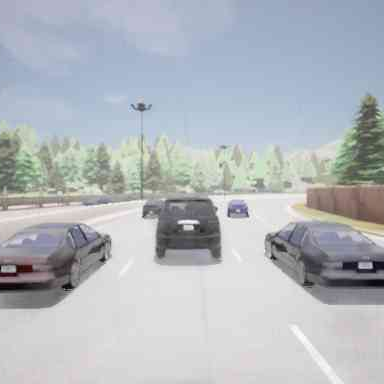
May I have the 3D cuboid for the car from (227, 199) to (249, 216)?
[{"bbox_3d":[4.127,1.374,29.963,1.812,1.442,4.674,0,0,7],"label":"car"}]

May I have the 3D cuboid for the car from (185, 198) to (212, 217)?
[{"bbox_3d":[0.678,1.342,30.454,1.882,1.535,5.008,0,0,7],"label":"car"}]

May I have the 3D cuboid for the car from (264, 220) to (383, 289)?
[{"bbox_3d":[3.408,1.490,9.102,2.033,1.411,5.357,0,0,-1],"label":"car"}]

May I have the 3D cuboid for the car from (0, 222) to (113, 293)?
[{"bbox_3d":[-3.591,1.527,8.972,2.033,1.411,5.357,0,0,-1],"label":"car"}]

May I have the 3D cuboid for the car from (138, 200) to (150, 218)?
[{"bbox_3d":[-3.017,1.394,29.130,1.837,1.490,4.892,-1,0,6],"label":"car"}]

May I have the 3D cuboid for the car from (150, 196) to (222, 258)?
[{"bbox_3d":[-0.145,1.166,12.723,2.150,2.045,5.566,0,0,-1],"label":"car"}]

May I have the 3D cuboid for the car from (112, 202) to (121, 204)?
[{"bbox_3d":[-9.850,1.347,48.870,1.837,1.490,4.892,0,0,17],"label":"car"}]
